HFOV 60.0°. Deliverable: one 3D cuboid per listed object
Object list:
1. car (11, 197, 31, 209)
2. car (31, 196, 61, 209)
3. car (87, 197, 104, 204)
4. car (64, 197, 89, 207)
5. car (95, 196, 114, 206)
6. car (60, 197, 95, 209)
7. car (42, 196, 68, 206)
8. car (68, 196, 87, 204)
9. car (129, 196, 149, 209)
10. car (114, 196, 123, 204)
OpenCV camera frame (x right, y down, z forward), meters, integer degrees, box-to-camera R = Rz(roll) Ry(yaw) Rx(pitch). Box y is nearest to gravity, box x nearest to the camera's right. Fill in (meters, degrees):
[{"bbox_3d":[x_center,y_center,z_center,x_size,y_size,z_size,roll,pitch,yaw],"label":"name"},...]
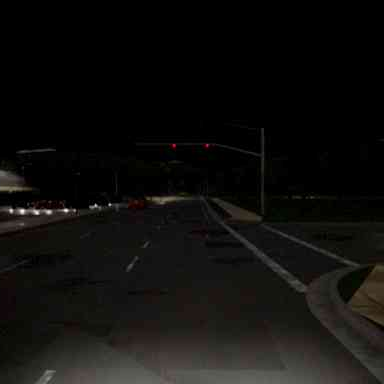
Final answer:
[{"bbox_3d":[-22.265,1.499,44.722,1.837,1.490,4.892,0,0,2],"label":"car"},{"bbox_3d":[-18.789,1.346,44.107,2.097,1.767,4.553,0,0,2],"label":"car"},{"bbox_3d":[-18.336,1.592,63.471,1.895,1.301,4.718,0,0,1],"label":"car"},{"bbox_3d":[-18.544,1.540,53.516,2.033,1.411,5.357,0,0,1],"label":"car"},{"bbox_3d":[-15.015,1.540,54.861,2.033,1.411,5.357,0,0,1],"label":"car"},{"bbox_3d":[-15.270,1.541,44.803,2.033,1.411,5.357,0,0,2],"label":"car"},{"bbox_3d":[-22.038,1.484,53.845,2.128,1.511,4.902,0,0,1],"label":"car"},{"bbox_3d":[-21.834,1.555,63.602,1.994,1.385,4.181,0,0,1],"label":"car"},{"bbox_3d":[-7.114,1.346,45.001,2.097,1.767,4.553,0,0,1],"label":"car"},{"bbox_3d":[-14.803,1.496,65.037,1.837,1.490,4.892,0,0,1],"label":"car"}]
